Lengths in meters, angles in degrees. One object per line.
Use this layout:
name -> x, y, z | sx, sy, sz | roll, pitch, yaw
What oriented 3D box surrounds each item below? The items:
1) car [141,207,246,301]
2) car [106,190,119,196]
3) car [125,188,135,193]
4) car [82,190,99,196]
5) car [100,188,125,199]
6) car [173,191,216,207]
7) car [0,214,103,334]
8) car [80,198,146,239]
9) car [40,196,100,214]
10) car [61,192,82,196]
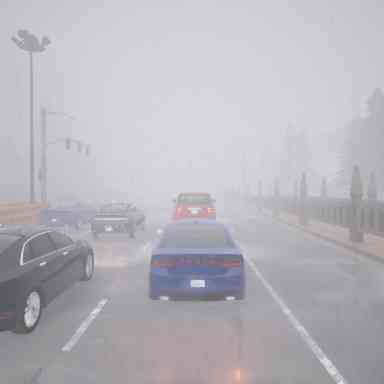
car -> 0.101, 1.383, 8.189 | 1.882, 1.535, 5.008 | 0, 1, 0
car -> -20.714, 0.250, 87.092 | 2.033, 1.411, 5.357 | 0, 1, 0
car -> -13.783, 0.214, 68.674 | 2.150, 2.045, 5.566 | 0, 1, 0
car -> -20.793, 0.379, 66.263 | 2.097, 1.767, 4.553 | 0, 1, 0
car -> -13.900, 0.367, 58.352 | 2.150, 2.045, 5.566 | 0, 1, 0
car -> 0.124, 0.978, 18.059 | 2.150, 2.045, 5.566 | 0, 1, 0
car -> -3.401, 1.435, 6.603 | 1.837, 1.490, 4.892 | 0, 1, 0
car -> -3.379, 1.279, 15.976 | 2.128, 1.511, 4.902 | 0, 1, 0
car -> -6.869, 1.219, 19.059 | 1.882, 1.535, 5.008 | 0, 1, 0
car -> -20.902, 0.697, 56.609 | 1.812, 1.442, 4.674 | 0, 1, 1
